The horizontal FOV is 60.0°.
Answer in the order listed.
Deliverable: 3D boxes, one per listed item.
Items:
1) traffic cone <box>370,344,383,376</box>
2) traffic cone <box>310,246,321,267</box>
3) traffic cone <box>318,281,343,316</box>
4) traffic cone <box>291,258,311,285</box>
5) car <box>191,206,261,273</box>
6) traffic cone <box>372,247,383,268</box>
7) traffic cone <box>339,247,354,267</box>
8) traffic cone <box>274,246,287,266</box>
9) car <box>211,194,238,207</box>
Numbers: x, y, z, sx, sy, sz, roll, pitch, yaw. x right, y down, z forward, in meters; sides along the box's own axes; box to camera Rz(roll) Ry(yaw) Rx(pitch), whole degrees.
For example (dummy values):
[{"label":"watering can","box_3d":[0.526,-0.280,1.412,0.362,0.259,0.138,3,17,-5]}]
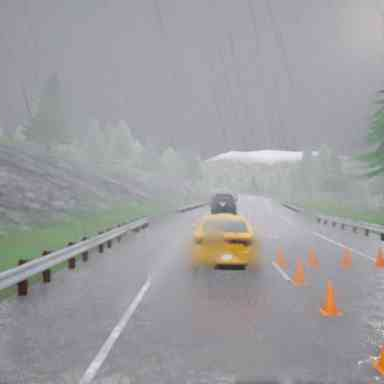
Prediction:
[{"label":"traffic cone","box_3d":[2.518,1.967,4.222,0.340,0.580,0.340,1,0,2]},{"label":"traffic cone","box_3d":[3.721,1.962,10.184,0.340,0.580,0.340,1,0,2]},{"label":"traffic cone","box_3d":[2.586,1.962,6.221,0.340,0.580,0.340,1,0,2]},{"label":"traffic cone","box_3d":[2.654,1.958,8.220,0.340,0.580,0.340,1,0,2]},{"label":"car","box_3d":[1.012,1.458,10.710,1.882,1.535,5.008,0,0,4]},{"label":"traffic cone","box_3d":[5.720,1.981,10.116,0.340,0.580,0.340,1,0,2]},{"label":"traffic cone","box_3d":[4.721,1.972,10.150,0.340,0.580,0.340,1,0,2]},{"label":"traffic cone","box_3d":[2.722,1.953,10.218,0.340,0.580,0.340,1,0,2]},{"label":"car","box_3d":[2.927,1.168,30.161,2.150,2.045,5.566,0,0,8]}]
